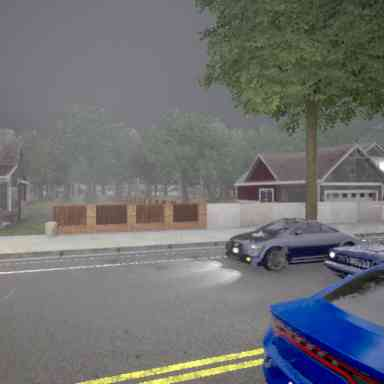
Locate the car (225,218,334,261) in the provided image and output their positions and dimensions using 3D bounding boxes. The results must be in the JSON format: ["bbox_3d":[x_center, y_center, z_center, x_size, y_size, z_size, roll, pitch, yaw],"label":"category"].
[{"bbox_3d":[3.193,1.562,10.649,4.181,1.385,1.994,0,0,-20],"label":"car"}]

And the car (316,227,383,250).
[{"bbox_3d":[5.649,1.599,8.084,4.718,1.301,1.895,0,0,-20],"label":"car"}]

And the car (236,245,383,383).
[{"bbox_3d":[3.176,1.476,3.528,5.008,1.535,1.882,0,0,-20],"label":"car"}]
